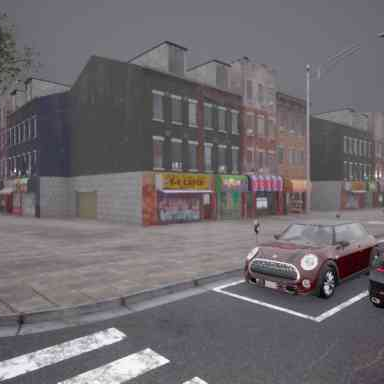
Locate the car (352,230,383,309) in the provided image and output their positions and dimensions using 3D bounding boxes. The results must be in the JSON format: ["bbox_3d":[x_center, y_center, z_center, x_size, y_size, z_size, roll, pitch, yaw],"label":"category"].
[{"bbox_3d":[5.265,1.501,6.801,4.892,1.490,1.837,0,0,-43],"label":"car"}]

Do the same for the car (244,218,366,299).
[{"bbox_3d":[3.130,1.442,8.428,4.097,1.590,1.967,0,0,-43],"label":"car"}]
